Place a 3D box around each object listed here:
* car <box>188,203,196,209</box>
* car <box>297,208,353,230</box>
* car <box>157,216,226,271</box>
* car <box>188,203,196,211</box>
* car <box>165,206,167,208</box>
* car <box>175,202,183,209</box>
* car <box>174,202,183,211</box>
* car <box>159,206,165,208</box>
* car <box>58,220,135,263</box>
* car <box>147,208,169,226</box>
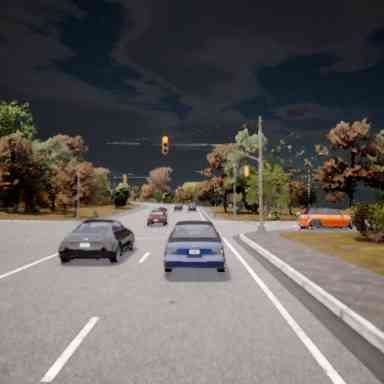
[{"bbox_3d":[-0.096,3.777,91.592,1.882,1.535,5.008,0,0,-3],"label":"car"},{"bbox_3d":[10.612,2.037,25.651,4.553,1.767,2.097,0,-3,-6],"label":"car"},{"bbox_3d":[0.077,1.683,11.268,2.033,1.411,5.357,0,-1,0],"label":"car"},{"bbox_3d":[-0.001,3.784,81.413,2.097,1.767,4.553,0,0,0],"label":"car"},{"bbox_3d":[-7.001,4.026,79.000,1.895,1.301,4.718,0,0,0],"label":"car"},{"bbox_3d":[-3.593,3.650,91.477,2.097,1.767,4.553,0,0,-3],"label":"car"},{"bbox_3d":[-3.502,3.929,81.442,1.837,1.490,4.892,0,0,0],"label":"car"},{"bbox_3d":[-7.025,3.809,63.576,2.128,1.511,4.902,0,-1,0],"label":"car"},{"bbox_3d":[-3.421,1.733,12.660,1.994,1.385,4.181,0,-2,0],"label":"car"},{"bbox_3d":[-3.405,2.629,33.677,1.812,1.442,4.674,0,-3,0],"label":"car"}]
